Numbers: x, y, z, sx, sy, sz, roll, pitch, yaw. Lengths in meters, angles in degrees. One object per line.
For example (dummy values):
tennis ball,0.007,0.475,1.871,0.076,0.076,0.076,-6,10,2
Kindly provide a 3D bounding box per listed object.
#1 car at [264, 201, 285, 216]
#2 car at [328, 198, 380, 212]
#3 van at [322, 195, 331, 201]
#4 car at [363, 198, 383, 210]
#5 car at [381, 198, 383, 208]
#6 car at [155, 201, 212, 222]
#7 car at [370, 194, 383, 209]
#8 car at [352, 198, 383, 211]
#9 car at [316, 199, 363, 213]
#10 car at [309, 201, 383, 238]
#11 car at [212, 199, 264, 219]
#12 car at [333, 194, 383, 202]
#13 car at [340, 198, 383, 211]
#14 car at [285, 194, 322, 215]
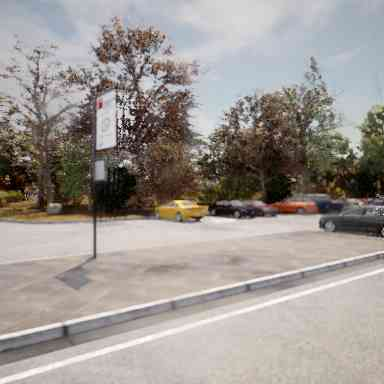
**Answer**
car,5.763,1.469,30.615,2.002,1.452,4.674,0,0,-35
car,19.469,1.517,40.170,1.946,1.575,5.366,0,0,-36
van,12.495,1.240,35.557,1.878,1.987,4.442,0,0,-36
car,26.140,1.603,45.206,2.163,1.488,4.792,0,0,-36
car,30.690,1.616,48.419,2.097,1.535,5.008,1,0,-36
car,-1.037,1.419,25.761,2.097,1.535,5.008,0,0,-35
car,28.438,1.342,46.780,2.435,2.045,5.566,0,0,-36
car,23.909,1.585,43.538,2.163,1.488,4.792,0,0,-36
car,17.096,1.542,38.699,2.002,1.452,4.674,0,0,-36
car,8.803,1.420,16.711,2.231,1.521,4.892,0,0,-35
car,3.492,1.421,29.000,2.097,1.535,5.008,0,0,-35
car,11.065,1.171,18.364,2.435,2.045,5.566,0,0,-35
car,21.630,1.538,41.937,2.097,1.535,5.008,0,0,-36
car,10.317,1.326,33.822,2.185,1.767,4.553,0,0,-36
